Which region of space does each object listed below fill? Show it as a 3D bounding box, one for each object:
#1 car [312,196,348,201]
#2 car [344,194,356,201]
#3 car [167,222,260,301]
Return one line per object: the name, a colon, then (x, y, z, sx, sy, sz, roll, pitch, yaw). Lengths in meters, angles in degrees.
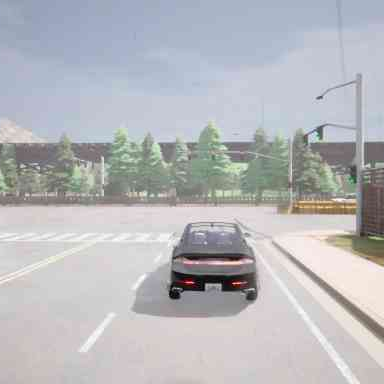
car: (14.550, 1.491, 37.950, 4.902, 1.511, 2.128, 0, 0, 1)
car: (19.831, 1.222, 41.332, 5.566, 2.045, 2.150, 0, 0, 2)
car: (0.511, 1.492, 8.374, 2.128, 1.511, 4.902, 0, 0, 3)
